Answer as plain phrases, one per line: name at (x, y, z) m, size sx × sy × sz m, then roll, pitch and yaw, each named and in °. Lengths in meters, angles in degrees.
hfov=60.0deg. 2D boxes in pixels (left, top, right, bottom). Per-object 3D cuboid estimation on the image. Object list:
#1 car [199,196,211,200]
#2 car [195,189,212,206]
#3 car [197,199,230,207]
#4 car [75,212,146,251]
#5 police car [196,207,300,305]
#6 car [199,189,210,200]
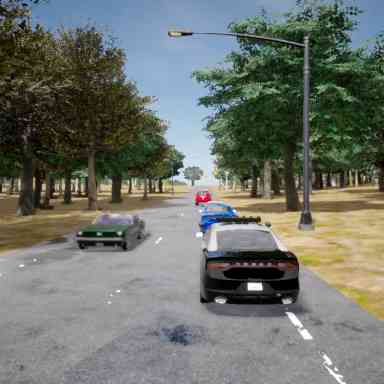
car at (1.669, 1.315, 24.290) m, size 1.801 × 1.575 × 5.366 m, roll 0°, pitch 1°, yaw 3°
car at (1.617, 0.805, 46.158) m, size 2.150 × 2.045 × 5.566 m, roll 0°, pitch 1°, yaw 3°
car at (1.405, 1.401, 18.121) m, size 1.882 × 1.535 × 5.008 m, roll 0°, pitch 1°, yaw 2°
car at (-3.248, 1.557, 14.089) m, size 1.895 × 1.301 × 4.718 m, roll 0°, pitch 0°, yaw 2°
police car at (1.128, 1.409, 8.293) m, size 1.930 × 1.638 × 5.238 m, roll 0°, pitch 0°, yaw 1°
car at (2.489, 0.467, 67.354) m, size 2.150 × 2.045 × 5.566 m, roll 0°, pitch 1°, yaw 3°
